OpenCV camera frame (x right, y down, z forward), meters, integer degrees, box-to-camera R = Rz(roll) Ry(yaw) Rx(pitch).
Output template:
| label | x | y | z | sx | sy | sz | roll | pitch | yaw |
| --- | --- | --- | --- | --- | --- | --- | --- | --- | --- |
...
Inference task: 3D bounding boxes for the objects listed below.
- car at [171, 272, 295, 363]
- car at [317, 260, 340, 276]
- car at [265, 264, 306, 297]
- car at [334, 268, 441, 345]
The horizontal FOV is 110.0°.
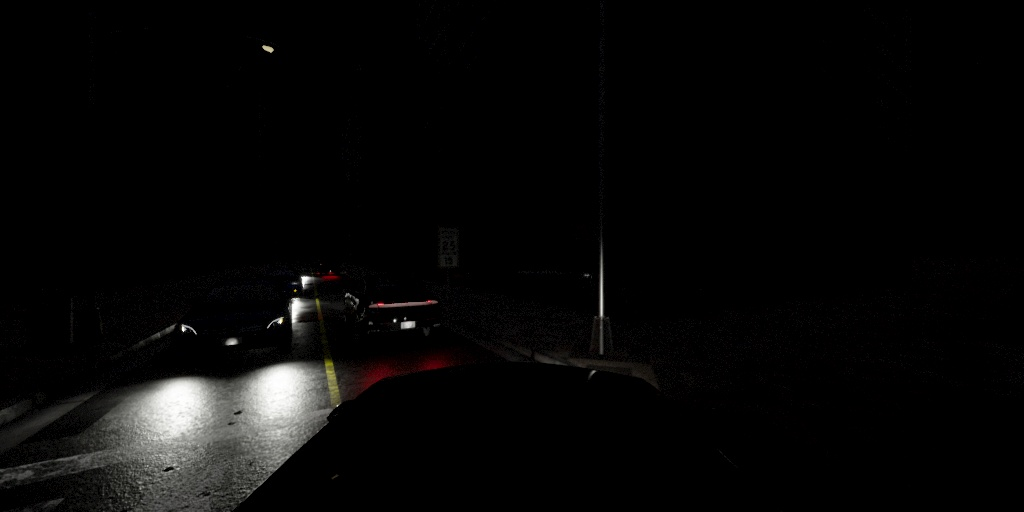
| label | x | y | z | sx | sy | sz | roll | pitch | yaw |
| --- | --- | --- | --- | --- | --- | --- | --- | --- | --- |
| car | -6.271 | 1.276 | 8.475 | 1.812 | 1.442 | 4.674 | 0 | 0 | -31 |
| car | -19.448 | 1.268 | 38.191 | 1.837 | 1.490 | 4.892 | 0 | 0 | -29 |
| car | -11.753 | 1.317 | 18.173 | 1.994 | 1.385 | 4.181 | 0 | 0 | -29 |
| car | -3.391 | 1.244 | 9.691 | 2.128 | 1.511 | 4.902 | 0 | 0 | -30 |
